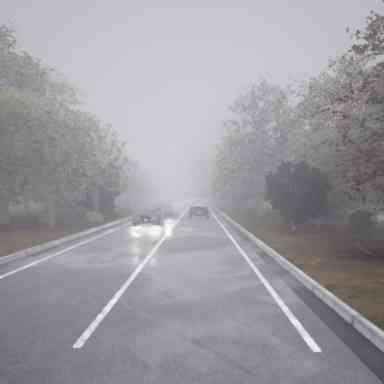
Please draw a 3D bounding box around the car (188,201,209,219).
[{"bbox_3d":[0.666,1.733,32.489,1.882,1.535,5.008,0,0,1],"label":"car"}]

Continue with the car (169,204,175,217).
[{"bbox_3d":[-2.852,1.879,34.842,1.895,1.301,4.718,0,0,1],"label":"car"}]

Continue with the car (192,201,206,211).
[{"bbox_3d":[0.949,1.967,47.287,1.895,1.301,4.718,0,0,2],"label":"car"}]

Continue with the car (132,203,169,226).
[{"bbox_3d":[-3.128,1.732,24.732,1.994,1.385,4.181,0,0,1],"label":"car"}]
